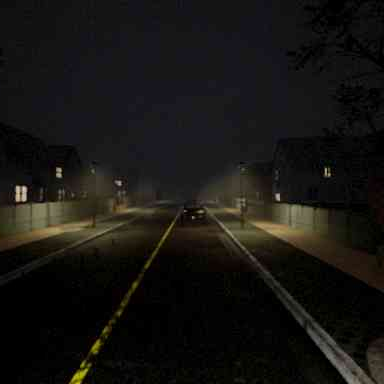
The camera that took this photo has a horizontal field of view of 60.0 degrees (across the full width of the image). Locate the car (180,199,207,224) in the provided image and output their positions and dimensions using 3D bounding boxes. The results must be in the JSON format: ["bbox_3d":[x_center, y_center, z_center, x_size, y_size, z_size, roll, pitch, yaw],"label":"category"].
[{"bbox_3d":[0.094,1.529,24.871,2.128,1.511,4.902,0,0,0],"label":"car"}]

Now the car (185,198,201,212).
[{"bbox_3d":[0.092,1.599,41.734,1.837,1.490,4.892,0,0,0],"label":"car"}]
